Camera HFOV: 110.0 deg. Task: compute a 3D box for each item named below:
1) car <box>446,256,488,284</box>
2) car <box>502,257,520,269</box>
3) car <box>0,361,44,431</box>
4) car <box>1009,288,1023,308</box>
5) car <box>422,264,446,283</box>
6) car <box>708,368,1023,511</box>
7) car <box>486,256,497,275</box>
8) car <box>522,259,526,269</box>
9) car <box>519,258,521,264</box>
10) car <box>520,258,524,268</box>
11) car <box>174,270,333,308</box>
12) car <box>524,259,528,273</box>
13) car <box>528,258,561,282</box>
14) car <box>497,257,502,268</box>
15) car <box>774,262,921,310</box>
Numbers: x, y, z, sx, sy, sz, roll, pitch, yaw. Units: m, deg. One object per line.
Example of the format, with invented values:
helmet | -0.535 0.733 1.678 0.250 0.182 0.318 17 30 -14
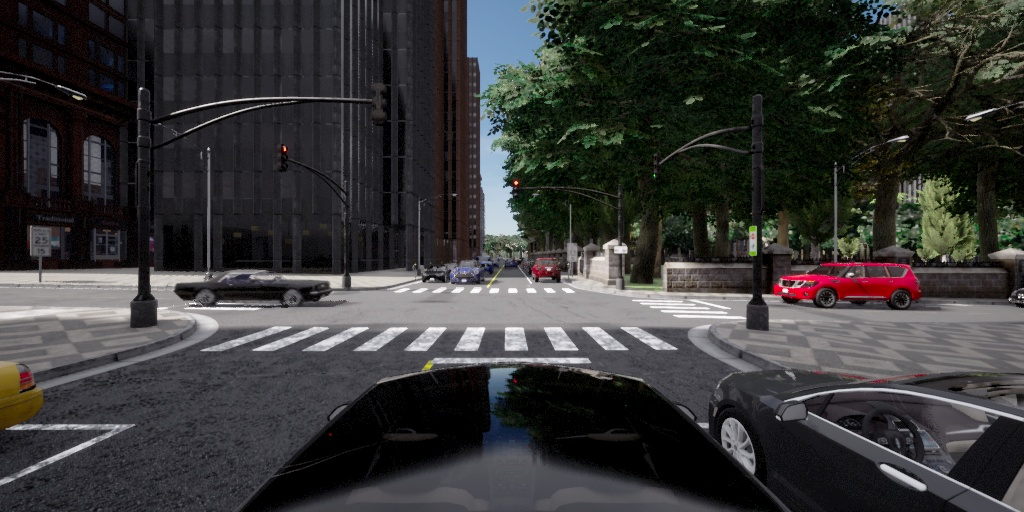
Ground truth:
car | -3.248 1.111 26.848 2.097 1.767 4.553 0 0 1
car | -0.140 1.146 58.667 2.097 1.767 4.553 0 0 0
car | -5.760 1.275 1.577 1.751 1.417 4.829 0 0 0
car | 26.484 1.823 16.731 4.892 1.490 1.837 1 0 0
car | -5.852 1.326 28.411 1.948 1.339 4.313 0 0 0
car | 2.764 1.300 1.785 2.007 1.370 4.403 0 0 0
car | -3.231 0.997 40.581 2.150 2.045 5.566 0 0 0
car | 2.618 1.329 44.818 2.007 1.370 4.403 0 0 0
car | 2.581 1.230 55.732 1.967 1.591 4.097 0 0 0
car | 2.599 1.335 50.275 2.007 1.370 4.403 0 0 0
car | -9.542 1.200 13.648 4.718 1.301 1.895 1 0 -7
car | 2.636 1.338 39.362 1.948 1.339 4.313 0 0 0
car | 2.673 1.075 28.450 2.192 1.841 5.009 0 0 0
car | -3.225 1.147 60.517 2.097 1.767 4.553 0 0 0
car | 15.441 1.313 16.638 5.566 2.045 2.150 1 0 -1
